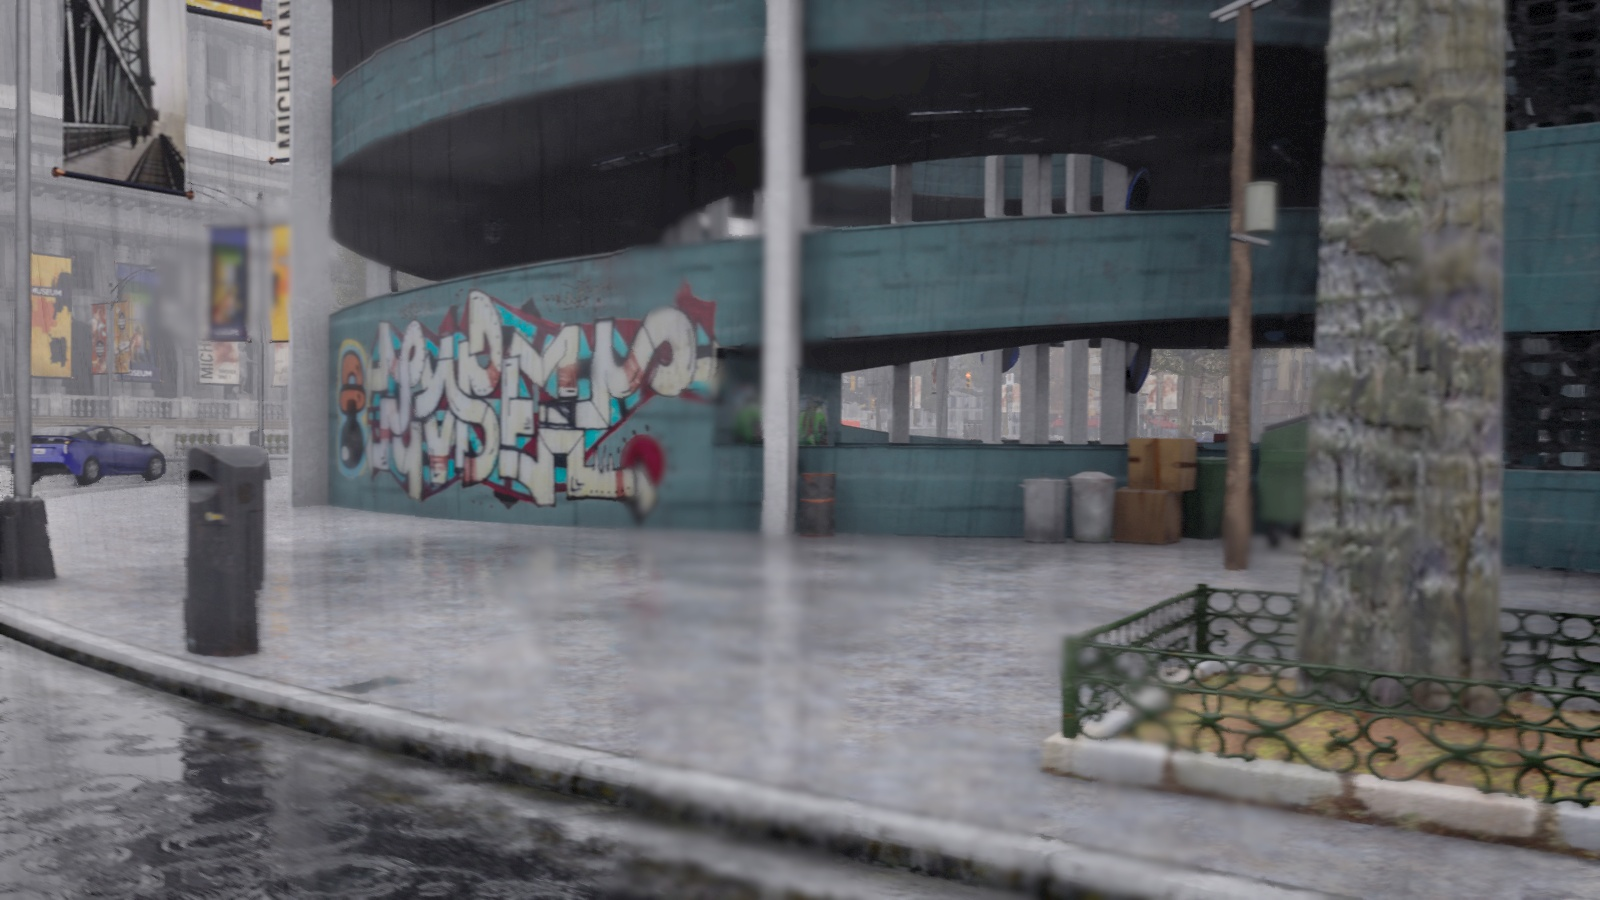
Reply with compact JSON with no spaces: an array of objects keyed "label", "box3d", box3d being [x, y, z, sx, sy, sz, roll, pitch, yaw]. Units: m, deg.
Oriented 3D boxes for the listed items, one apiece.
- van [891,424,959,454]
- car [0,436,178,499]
[{"label":"van","box3d":[8.667,-0.772,87.150,4.442,1.987,1.775,-1,1,-4]},{"label":"car","box3d":[-18.542,0.399,32.950,2.007,1.525,4.514,-1,1,3]}]
